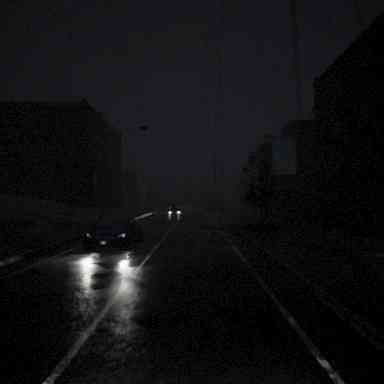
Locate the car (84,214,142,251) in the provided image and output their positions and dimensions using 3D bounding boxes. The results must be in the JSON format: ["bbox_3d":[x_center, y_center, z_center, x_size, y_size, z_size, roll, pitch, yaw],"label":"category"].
[{"bbox_3d":[-3.452,1.757,15.330,1.812,1.442,4.674,0,-1,1],"label":"car"}]

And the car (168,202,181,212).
[{"bbox_3d":[-2.956,2.585,57.439,1.837,1.490,4.892,0,-1,1],"label":"car"}]
